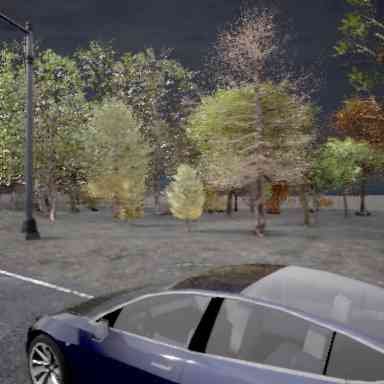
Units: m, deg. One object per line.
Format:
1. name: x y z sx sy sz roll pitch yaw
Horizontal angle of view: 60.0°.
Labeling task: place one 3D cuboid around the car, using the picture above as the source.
1. car: 0.299 1.499 3.350 4.792 1.488 2.163 0 0 35
